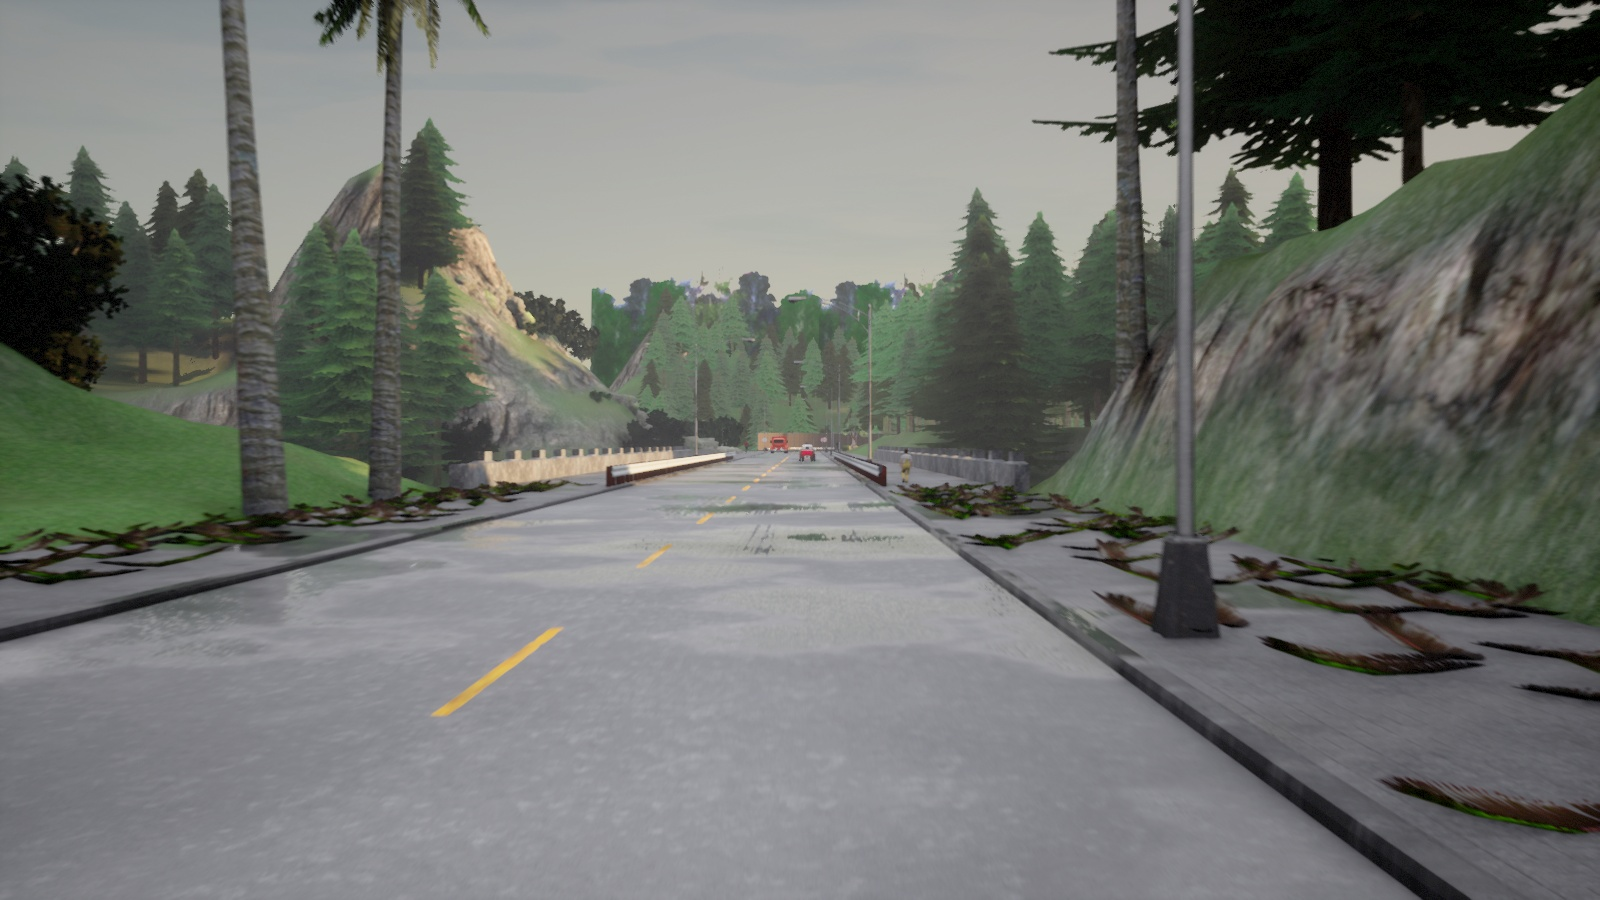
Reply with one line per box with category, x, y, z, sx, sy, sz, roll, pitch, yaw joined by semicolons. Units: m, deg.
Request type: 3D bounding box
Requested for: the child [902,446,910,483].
child;3.644;0.499;43.151;0.270;1.263;0.437;0;0;2
